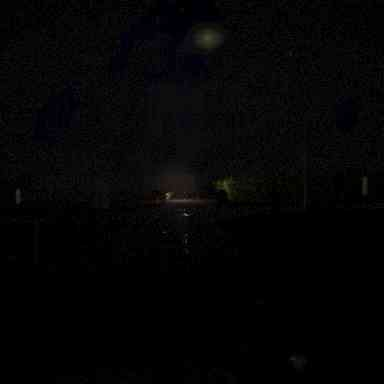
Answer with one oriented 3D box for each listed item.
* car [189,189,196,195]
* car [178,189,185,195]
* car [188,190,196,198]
[{"bbox_3d":[0.108,0.058,89.602,2.033,1.411,5.357,0,3,0],"label":"car"},{"bbox_3d":[-2.650,0.021,83.773,1.837,1.490,4.892,0,2,0],"label":"car"},{"bbox_3d":[0.095,0.547,79.196,1.837,1.490,4.892,0,2,0],"label":"car"}]
